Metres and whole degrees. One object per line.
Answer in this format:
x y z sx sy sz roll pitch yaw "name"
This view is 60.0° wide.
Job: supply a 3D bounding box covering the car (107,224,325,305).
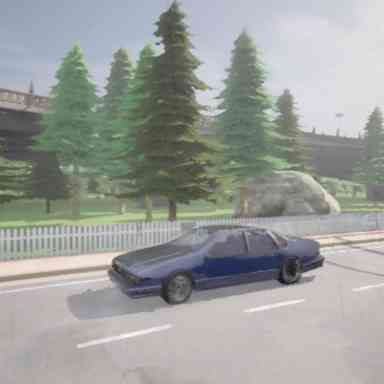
0.790 1.532 8.108 5.357 1.411 2.033 0 0 -28 "car"
